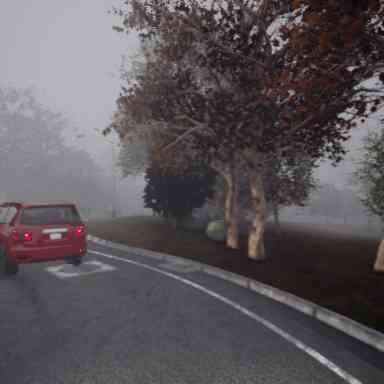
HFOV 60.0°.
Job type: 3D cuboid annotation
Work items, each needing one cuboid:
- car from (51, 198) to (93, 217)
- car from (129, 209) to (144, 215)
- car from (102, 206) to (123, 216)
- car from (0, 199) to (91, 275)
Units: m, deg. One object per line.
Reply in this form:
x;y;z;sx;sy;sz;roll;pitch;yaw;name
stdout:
-13.919;1.864;39.103;2.150;2.045;5.566;-1;-3;9;car
-10.494;3.937;63.236;1.837;1.490;4.892;-1;-4;9;car
-12.204;2.908;51.313;1.882;1.535;5.008;-1;-4;8;car
-5.423;1.312;11.154;2.150;2.045;5.566;0;0;-39;car
